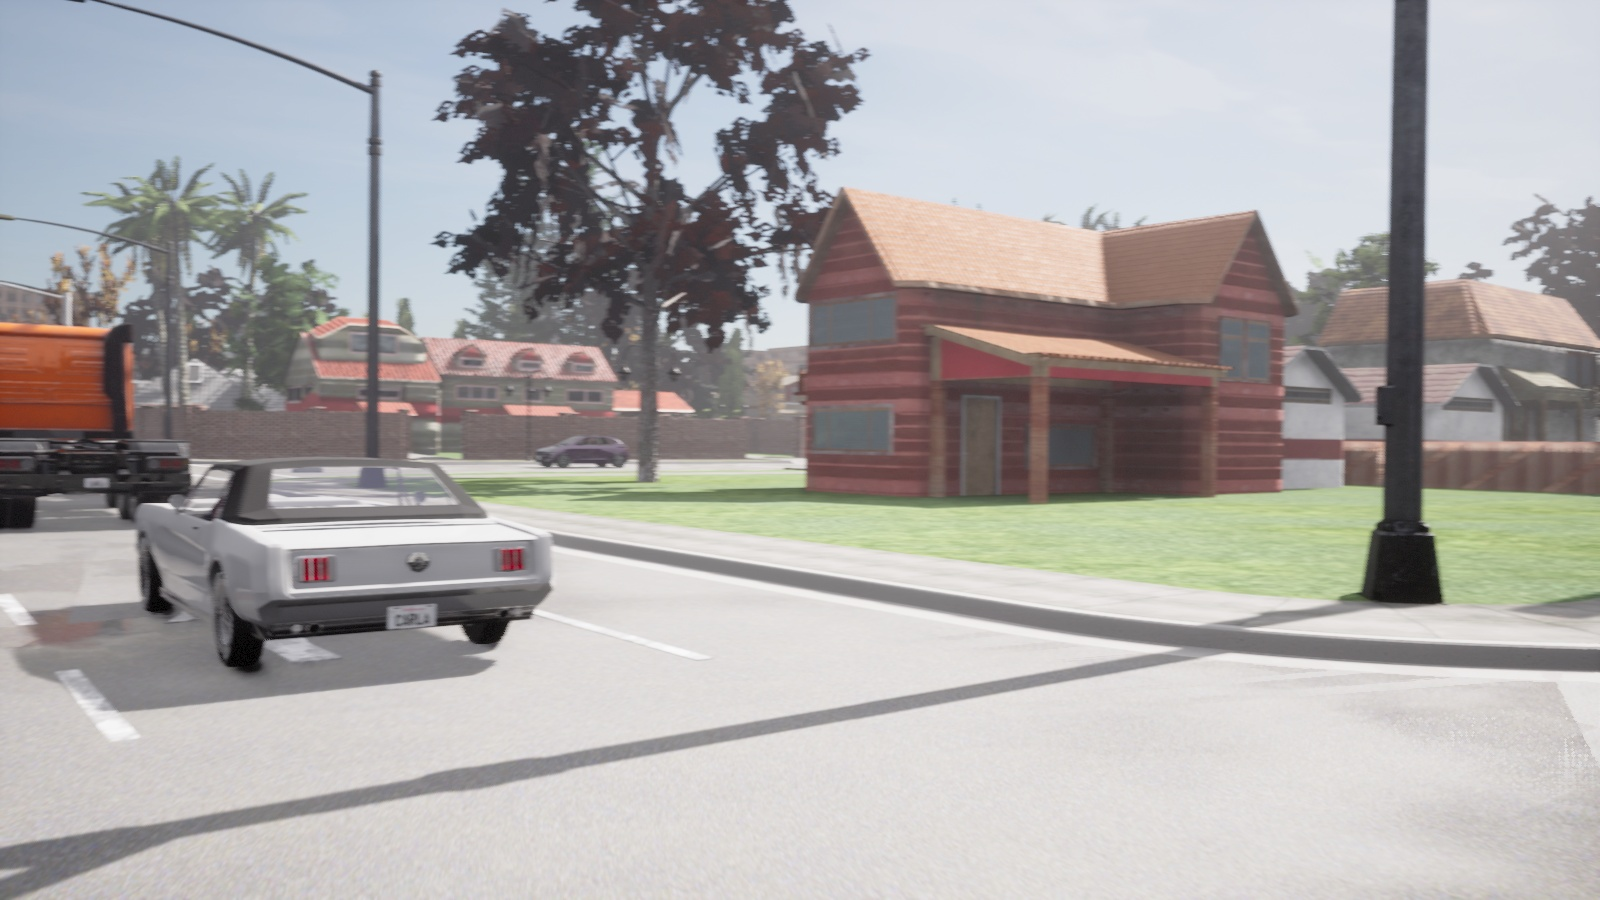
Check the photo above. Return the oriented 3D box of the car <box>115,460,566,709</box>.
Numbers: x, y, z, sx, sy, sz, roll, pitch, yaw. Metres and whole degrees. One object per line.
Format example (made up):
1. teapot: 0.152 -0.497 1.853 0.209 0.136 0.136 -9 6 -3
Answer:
1. car: -3.677 0.761 9.400 1.895 1.301 4.718 -1 1 -37

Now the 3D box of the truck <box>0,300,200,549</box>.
1. truck: -12.623 -0.386 21.232 2.891 3.462 7.936 -1 1 -37

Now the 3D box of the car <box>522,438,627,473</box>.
1. car: -9.988 0.240 55.766 4.193 1.474 1.816 -1 1 -39
